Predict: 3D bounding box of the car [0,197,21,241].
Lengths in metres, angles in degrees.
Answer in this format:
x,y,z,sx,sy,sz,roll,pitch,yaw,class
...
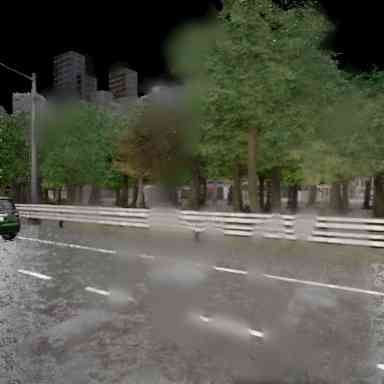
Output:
x,y,z,sx,sy,sz,roll,pitch,yaw,class
-10.159,1.222,15.426,5.566,2.045,2.150,0,0,36,car
